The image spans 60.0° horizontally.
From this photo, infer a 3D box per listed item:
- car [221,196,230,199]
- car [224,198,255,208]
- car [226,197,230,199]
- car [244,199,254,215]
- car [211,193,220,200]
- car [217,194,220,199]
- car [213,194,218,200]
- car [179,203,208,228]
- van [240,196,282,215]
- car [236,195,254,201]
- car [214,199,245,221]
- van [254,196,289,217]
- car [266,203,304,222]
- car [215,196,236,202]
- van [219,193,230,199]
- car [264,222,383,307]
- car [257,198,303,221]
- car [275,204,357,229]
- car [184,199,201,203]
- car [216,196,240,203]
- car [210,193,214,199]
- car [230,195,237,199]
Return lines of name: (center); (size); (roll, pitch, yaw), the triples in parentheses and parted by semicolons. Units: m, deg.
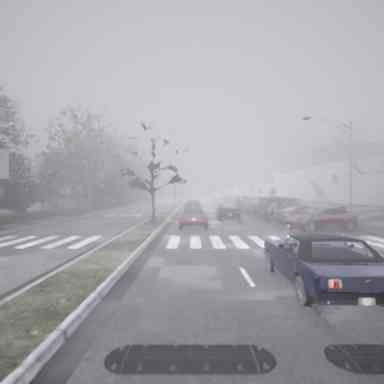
car: (7.913, 1.841, 53.619); (5.366, 1.575, 1.946); (1, 0, -20)
car: (8.112, 1.879, 56.688); (4.792, 1.488, 2.163); (1, 0, -20)
car: (8.057, 1.872, 50.692); (4.792, 1.488, 2.163); (1, 0, -20)
car: (8.073, 1.740, 32.799); (4.892, 1.521, 2.231); (1, -1, -20)
car: (7.919, 1.728, 77.496); (5.366, 1.575, 1.946); (1, 1, -20)
car: (8.061, 1.692, 65.620); (4.553, 1.767, 2.185); (1, 0, -20)
car: (7.916, 1.773, 71.530); (5.366, 1.575, 1.946); (1, 1, -20)
car: (0.106, 1.745, 23.560); (1.994, 1.385, 4.181); (0, 0, 0)
van: (7.976, 1.555, 38.722); (4.442, 1.987, 1.878); (1, 0, -20)
car: (8.059, 1.509, 35.769); (5.566, 2.045, 2.435); (1, 0, -20)
car: (3.108, 1.701, 29.342); (1.882, 1.535, 5.008); (0, 0, 0)
van: (8.190, 1.493, 29.861); (4.442, 1.987, 1.878); (1, -1, -20)
car: (8.072, 1.713, 23.852); (4.674, 1.452, 2.002); (1, -1, -20)
car: (8.088, 1.754, 80.545); (4.674, 1.452, 2.002); (1, 0, -20)
van: (7.983, 1.606, 62.592); (4.442, 1.987, 1.878); (1, 1, -20)
car: (3.103, 1.669, 8.109); (1.895, 1.301, 4.718); (0, 0, 0)
car: (8.050, 1.569, 26.825); (4.553, 1.767, 2.185); (1, -1, -20)
car: (8.050, 1.680, 20.833); (4.792, 1.488, 2.163); (1, 0, -20)
car: (0.111, 1.659, 40.986); (2.097, 1.767, 4.553); (0, 0, 0)
car: (8.117, 1.785, 74.592); (4.792, 1.488, 2.163); (1, 0, -20)
car: (8.105, 1.673, 89.485); (4.892, 1.521, 2.231); (1, 0, -20)
car: (8.111, 1.552, 41.765); (5.566, 2.045, 2.435); (1, -1, -20)
